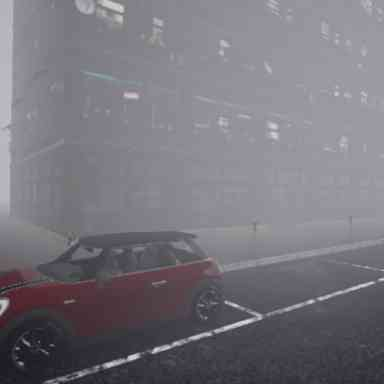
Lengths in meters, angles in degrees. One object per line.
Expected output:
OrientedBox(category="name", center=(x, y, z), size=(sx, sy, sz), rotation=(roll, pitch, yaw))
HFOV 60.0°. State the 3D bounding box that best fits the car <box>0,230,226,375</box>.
OrientedBox(category="car", center=(-1.448, 1.445, 5.535), size=(4.097, 1.590, 1.967), rotation=(0, 1, -35))
